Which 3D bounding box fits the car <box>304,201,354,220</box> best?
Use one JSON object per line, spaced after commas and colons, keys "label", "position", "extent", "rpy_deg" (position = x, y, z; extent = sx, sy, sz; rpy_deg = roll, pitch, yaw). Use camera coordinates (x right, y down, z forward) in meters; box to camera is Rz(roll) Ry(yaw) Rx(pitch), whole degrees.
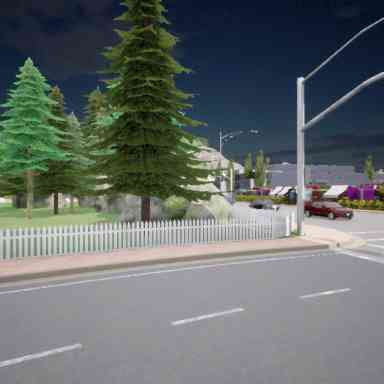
{"label": "car", "position": [11.762, 1.533, 28.967], "extent": [1.882, 1.535, 5.008], "rpy_deg": [0, 0, -17]}

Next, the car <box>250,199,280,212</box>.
{"label": "car", "position": [8.599, 1.546, 39.553], "extent": [2.128, 1.511, 4.902], "rpy_deg": [0, 0, -17]}
